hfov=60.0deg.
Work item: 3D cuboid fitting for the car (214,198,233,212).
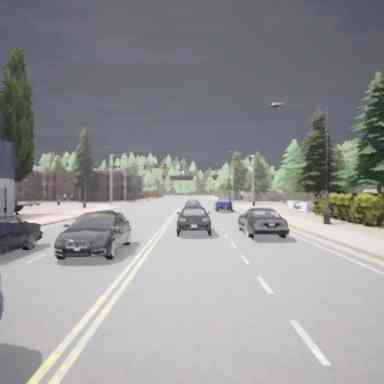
[{"bbox_3d":[3.597,1.437,38.431,1.882,1.535,5.008,0,0,0],"label":"car"}]

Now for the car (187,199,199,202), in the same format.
[{"bbox_3d":[0.096,1.509,35.926,2.033,1.411,5.357,0,0,0],"label":"car"}]

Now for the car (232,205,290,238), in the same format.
[{"bbox_3d":[3.602,1.529,17.544,2.033,1.411,5.357,0,0,0],"label":"car"}]

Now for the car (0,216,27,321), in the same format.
[{"bbox_3d":[-3.569,1.220,2.149,2.150,2.045,5.566,0,0,0],"label":"car"}]

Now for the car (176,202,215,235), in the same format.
[{"bbox_3d":[0.100,1.506,18.485,1.812,1.442,4.674,0,0,0],"label":"car"}]

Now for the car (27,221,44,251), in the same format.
[{"bbox_3d":[-7.016,1.536,11.342,2.033,1.411,5.357,0,0,0],"label":"car"}]

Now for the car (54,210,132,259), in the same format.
[{"bbox_3d":[-3.500,1.492,12.534,1.837,1.490,4.892,0,0,0],"label":"car"}]
